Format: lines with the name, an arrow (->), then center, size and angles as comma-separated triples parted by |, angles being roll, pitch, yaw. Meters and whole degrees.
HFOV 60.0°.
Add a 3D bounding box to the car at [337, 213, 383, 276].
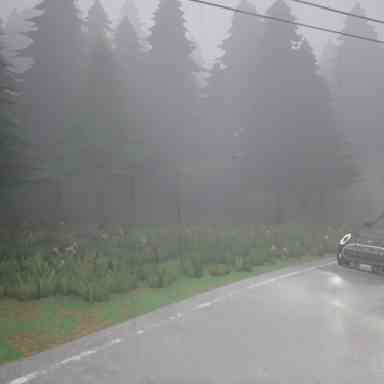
car -> 6.307, 1.320, 9.641 | 4.553, 1.767, 2.097 | 0, 0, -32
